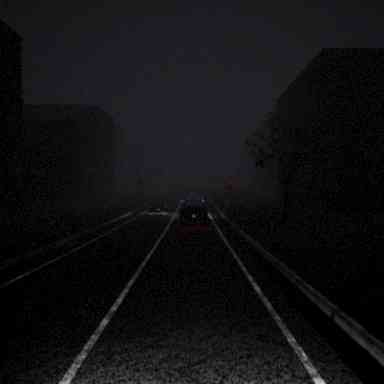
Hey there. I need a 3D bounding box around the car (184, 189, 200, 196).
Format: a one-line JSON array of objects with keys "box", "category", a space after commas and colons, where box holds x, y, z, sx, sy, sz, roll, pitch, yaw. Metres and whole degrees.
[{"box": [0.112, 0.738, 41.981, 1.812, 1.442, 4.674, 0, 3, 0], "category": "car"}]

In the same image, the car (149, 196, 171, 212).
[{"box": [-3.083, 1.138, 33.108, 2.033, 1.411, 5.357, 0, 2, 0], "category": "car"}]

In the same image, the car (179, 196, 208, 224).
[{"box": [0.113, 1.329, 23.613, 1.882, 1.535, 5.008, 0, 1, 0], "category": "car"}]

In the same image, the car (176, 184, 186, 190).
[{"box": [-2.517, -1.141, 74.674, 1.812, 1.442, 4.674, 0, 3, 3], "category": "car"}]
